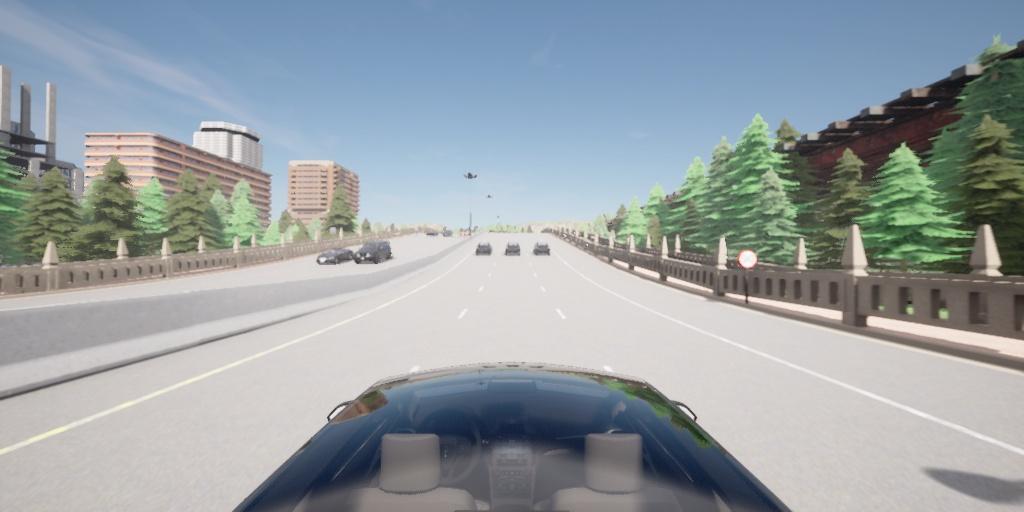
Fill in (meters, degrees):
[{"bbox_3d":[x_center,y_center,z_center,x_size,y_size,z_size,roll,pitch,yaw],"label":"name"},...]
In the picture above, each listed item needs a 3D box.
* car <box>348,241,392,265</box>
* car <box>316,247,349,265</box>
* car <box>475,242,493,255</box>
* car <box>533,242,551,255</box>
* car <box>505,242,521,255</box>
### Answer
[{"bbox_3d":[-13.944,-0.393,36.294,2.150,2.045,5.566,0,6,1],"label":"car"},{"bbox_3d":[-17.459,-0.044,35.551,2.128,1.511,4.902,0,6,1],"label":"car"},{"bbox_3d":[-3.382,-0.986,43.776,2.128,1.511,4.902,0,7,0],"label":"car"},{"bbox_3d":[3.618,-0.987,43.741,2.128,1.511,4.902,0,7,0],"label":"car"},{"bbox_3d":[0.118,-0.986,43.753,2.128,1.511,4.902,0,7,0],"label":"car"}]
